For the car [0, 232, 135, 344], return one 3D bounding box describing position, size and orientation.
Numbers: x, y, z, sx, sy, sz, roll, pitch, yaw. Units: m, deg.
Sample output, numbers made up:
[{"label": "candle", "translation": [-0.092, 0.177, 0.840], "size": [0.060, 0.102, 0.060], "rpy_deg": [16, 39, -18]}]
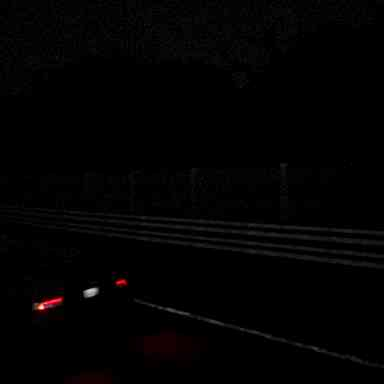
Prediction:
[{"label": "car", "translation": [-3.496, 1.512, 6.366], "size": [5.357, 1.411, 2.033], "rpy_deg": [0, 0, 36]}]
